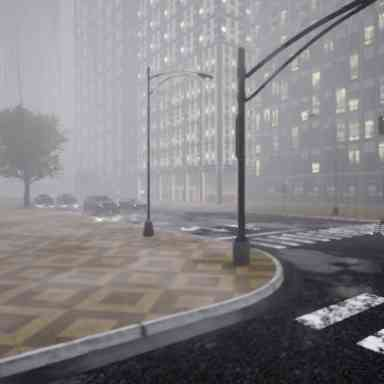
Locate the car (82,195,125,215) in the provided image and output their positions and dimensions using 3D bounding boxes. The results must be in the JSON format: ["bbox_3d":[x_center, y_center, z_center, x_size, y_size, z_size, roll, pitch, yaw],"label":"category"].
[{"bbox_3d":[-8.187,1.047,29.884,2.097,1.767,4.553,0,1,-37],"label":"car"}]

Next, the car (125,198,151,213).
[{"bbox_3d":[-5.881,1.287,32.225,1.895,1.301,4.718,0,1,-37],"label":"car"}]

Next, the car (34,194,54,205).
[{"bbox_3d":[-21.208,1.016,47.491,1.837,1.490,4.892,0,0,-36],"label":"car"}]

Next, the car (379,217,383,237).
[{"bbox_3d":[9.795,1.368,13.792,1.882,1.535,5.008,1,1,2],"label":"car"}]

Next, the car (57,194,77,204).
[{"bbox_3d":[-18.708,0.979,49.580,1.882,1.535,5.008,0,0,-37],"label":"car"}]
